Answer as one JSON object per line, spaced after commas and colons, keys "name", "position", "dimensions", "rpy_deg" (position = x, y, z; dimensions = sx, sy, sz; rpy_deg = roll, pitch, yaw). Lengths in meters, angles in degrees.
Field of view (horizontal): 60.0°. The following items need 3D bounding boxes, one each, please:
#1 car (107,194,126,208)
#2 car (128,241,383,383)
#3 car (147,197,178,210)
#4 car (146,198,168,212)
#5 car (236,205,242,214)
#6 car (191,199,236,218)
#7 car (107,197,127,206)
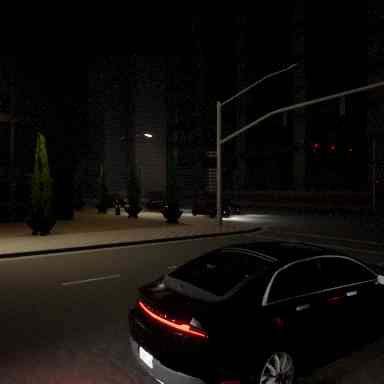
{"name": "car", "position": [-11.889, 1.278, 49.951], "dimensions": [2.150, 2.045, 5.566], "rpy_deg": [0, 0, -36]}
{"name": "car", "position": [1.497, 1.505, 4.923], "dimensions": [4.892, 1.490, 1.837], "rpy_deg": [0, 0, -35]}
{"name": "car", "position": [-4.047, 1.532, 45.068], "dimensions": [1.882, 1.535, 5.008], "rpy_deg": [0, 0, -36]}
{"name": "car", "position": [-3.409, 1.656, 38.214], "dimensions": [1.895, 1.301, 4.718], "rpy_deg": [0, 0, -36]}
{"name": "car", "position": [3.175, 1.560, 35.091], "dimensions": [1.837, 1.490, 4.892], "rpy_deg": [0, 0, -36]}
{"name": "car", "position": [1.731, 1.619, 31.118], "dimensions": [1.994, 1.385, 4.181], "rpy_deg": [0, 0, -36]}
{"name": "car", "position": [-13.056, 1.580, 57.612], "dimensions": [1.812, 1.442, 4.674], "rpy_deg": [0, 0, -35]}
